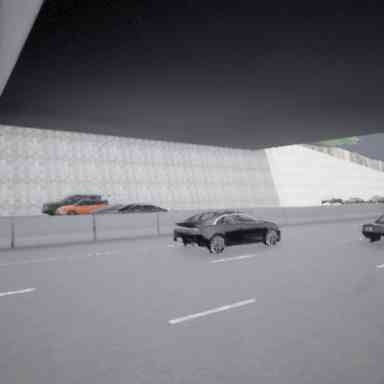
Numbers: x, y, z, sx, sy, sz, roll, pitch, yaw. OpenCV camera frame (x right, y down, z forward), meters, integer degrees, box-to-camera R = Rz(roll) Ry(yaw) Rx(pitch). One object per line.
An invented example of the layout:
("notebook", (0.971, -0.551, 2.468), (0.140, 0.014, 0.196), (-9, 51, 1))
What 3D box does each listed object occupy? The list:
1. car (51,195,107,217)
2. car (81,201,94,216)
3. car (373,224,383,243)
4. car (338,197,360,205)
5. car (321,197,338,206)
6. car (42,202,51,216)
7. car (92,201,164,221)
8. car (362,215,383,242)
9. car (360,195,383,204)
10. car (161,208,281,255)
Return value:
("car", (-8.877, 1.391, 27.751), (4.553, 1.767, 2.097), (0, 0, -36))
("car", (-5.898, 1.600, 25.577), (4.181, 1.385, 1.994), (0, 0, -36))
("car", (6.817, 1.574, 8.606), (4.181, 1.385, 1.994), (0, 0, -36))
("car", (25.375, 1.506, 52.116), (4.674, 1.442, 1.812), (0, 0, -36))
("car", (23.314, 1.469, 54.945), (4.718, 1.301, 1.895), (0, 0, -36))
("car", (-10.764, 1.265, 30.705), (5.566, 2.045, 2.150), (0, 0, -35))
("car", (-3.939, 1.536, 22.676), (4.892, 1.490, 1.837), (0, 0, -36))
("car", (9.733, 1.619, 14.988), (4.718, 1.301, 1.895), (0, 0, -36))
("car", (27.412, 1.237, 49.270), (4.674, 1.442, 1.812), (0, 0, -36))
("car", (1.524, 1.509, 13.428), (4.902, 1.511, 2.128), (0, 0, -36))
